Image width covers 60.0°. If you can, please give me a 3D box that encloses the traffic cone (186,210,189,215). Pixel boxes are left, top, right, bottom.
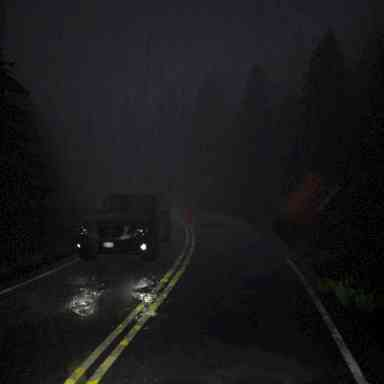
[{"bbox_3d":[-0.121,1.604,21.079,0.340,0.580,0.340,-1,1,-3],"label":"traffic cone"}]

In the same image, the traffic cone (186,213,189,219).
[{"bbox_3d":[-0.005,1.643,19.083,0.340,0.580,0.340,-1,1,-3],"label":"traffic cone"}]

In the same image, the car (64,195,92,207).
[{"bbox_3d":[-16.518,1.271,48.050,2.033,1.411,5.357,-5,3,-38],"label":"car"}]

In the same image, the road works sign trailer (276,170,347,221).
[{"bbox_3d":[5.537,0.740,14.292,2.880,2.380,3.560,40,9,7],"label":"road works sign trailer"}]

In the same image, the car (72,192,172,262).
[{"bbox_3d":[-2.038,1.027,11.675,2.150,2.045,5.566,1,1,4],"label":"car"}]
